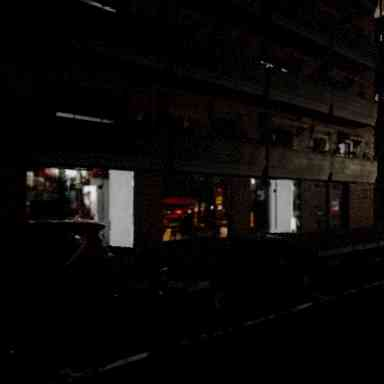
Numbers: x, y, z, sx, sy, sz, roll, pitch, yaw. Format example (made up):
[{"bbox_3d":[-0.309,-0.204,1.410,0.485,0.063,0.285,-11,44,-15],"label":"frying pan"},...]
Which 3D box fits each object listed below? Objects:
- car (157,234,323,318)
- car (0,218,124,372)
[{"bbox_3d":[1.239,1.638,7.452,4.206,1.307,1.802,1,0,-36],"label":"car"},{"bbox_3d":[-3.339,1.315,4.170,5.009,1.841,2.192,1,0,-36],"label":"car"}]
